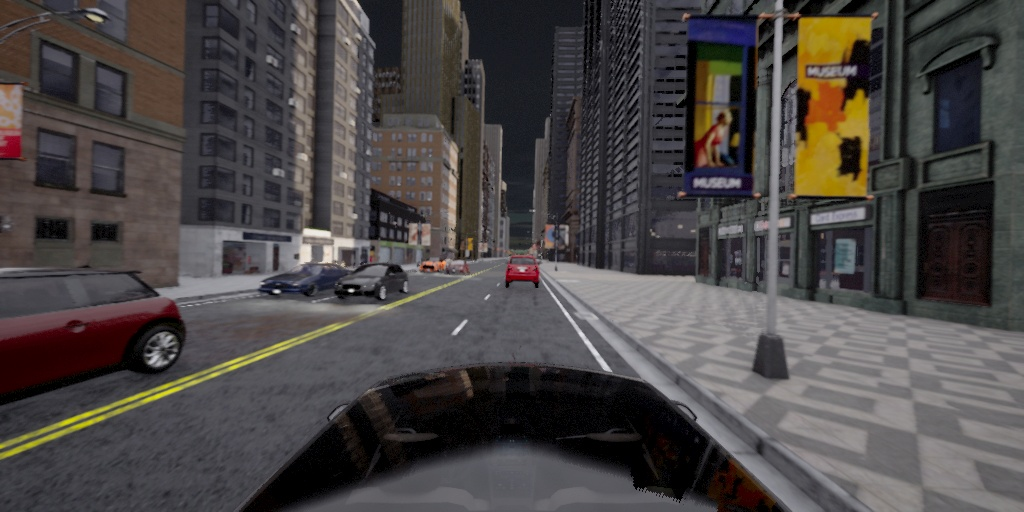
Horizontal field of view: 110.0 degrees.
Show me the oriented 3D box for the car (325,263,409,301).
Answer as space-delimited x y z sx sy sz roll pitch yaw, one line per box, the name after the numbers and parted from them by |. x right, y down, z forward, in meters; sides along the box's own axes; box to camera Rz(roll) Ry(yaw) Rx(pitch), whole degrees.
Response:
-6.162 1.091 16.353 1.837 1.490 4.892 1 0 2 | car

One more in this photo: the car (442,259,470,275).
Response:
-5.406 1.117 36.395 1.812 1.442 4.674 1 0 2 | car

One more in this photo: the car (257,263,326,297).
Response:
-9.390 1.050 17.114 2.033 1.411 5.357 1 0 2 | car

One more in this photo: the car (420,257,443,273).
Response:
-8.532 0.860 39.206 2.097 1.767 4.553 1 0 2 | car

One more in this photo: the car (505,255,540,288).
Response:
0.727 0.982 24.549 2.150 2.045 5.566 1 0 2 | car

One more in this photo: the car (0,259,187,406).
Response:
-6.581 0.934 4.087 2.097 1.767 4.553 1 0 2 | car

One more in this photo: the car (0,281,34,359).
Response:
-9.844 1.100 4.269 1.895 1.301 4.718 1 0 3 | car
